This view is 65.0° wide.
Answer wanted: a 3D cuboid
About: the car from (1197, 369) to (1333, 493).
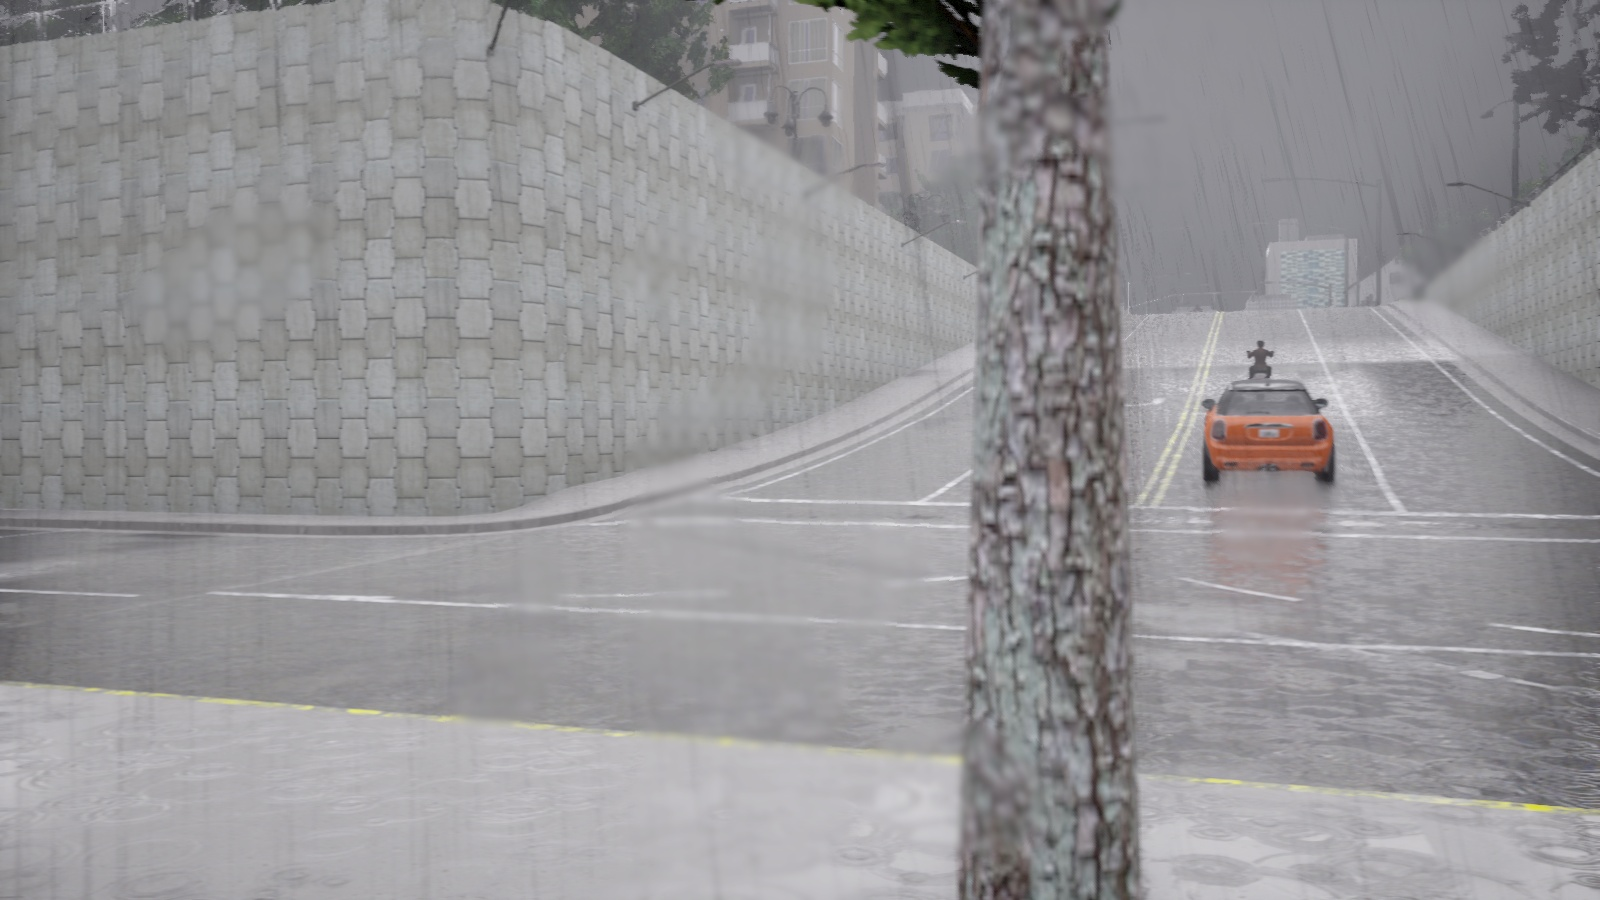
[{"bbox_3d":[8.393,-0.459,22.910,2.097,1.767,4.553,1,7,19],"label":"car"}]
